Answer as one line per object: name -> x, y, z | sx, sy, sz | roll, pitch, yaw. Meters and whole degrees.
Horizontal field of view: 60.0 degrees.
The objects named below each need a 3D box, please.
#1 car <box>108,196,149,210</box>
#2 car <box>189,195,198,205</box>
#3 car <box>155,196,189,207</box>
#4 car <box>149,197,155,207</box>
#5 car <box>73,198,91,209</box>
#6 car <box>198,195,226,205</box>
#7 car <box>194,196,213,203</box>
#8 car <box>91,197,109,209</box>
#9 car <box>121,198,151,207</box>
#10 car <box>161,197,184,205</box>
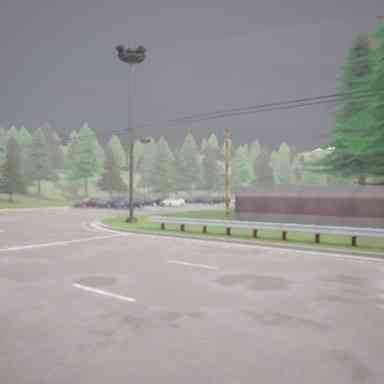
car -> -8.194, 1.530, 43.492 | 1.812, 1.442, 4.674 | 0, 0, 36
car -> 0.285, 1.358, 61.101 | 2.097, 1.767, 4.553 | 0, 0, 36
car -> -2.997, 1.530, 50.682 | 1.812, 1.442, 4.674 | 0, 0, 36
car -> -5.562, 1.482, 53.087 | 1.882, 1.535, 5.008 | 0, 0, 36
car -> -14.422, 1.530, 46.824 | 1.812, 1.442, 4.674 | 0, 0, 36
car -> 3.658, 1.510, 59.808 | 1.837, 1.490, 4.892 | 0, 0, 37
car -> 2.377, 1.558, 69.807 | 1.994, 1.385, 4.181 | 0, 0, 37
car -> -10.951, 1.356, 45.647 | 2.097, 1.767, 4.553 | 0, 0, 36
car -> -9.075, 1.606, 54.198 | 1.895, 1.301, 4.718 | 0, 0, 36
car -> -3.632, 1.570, 61.652 | 1.994, 1.385, 4.181 | 0, 0, 36
